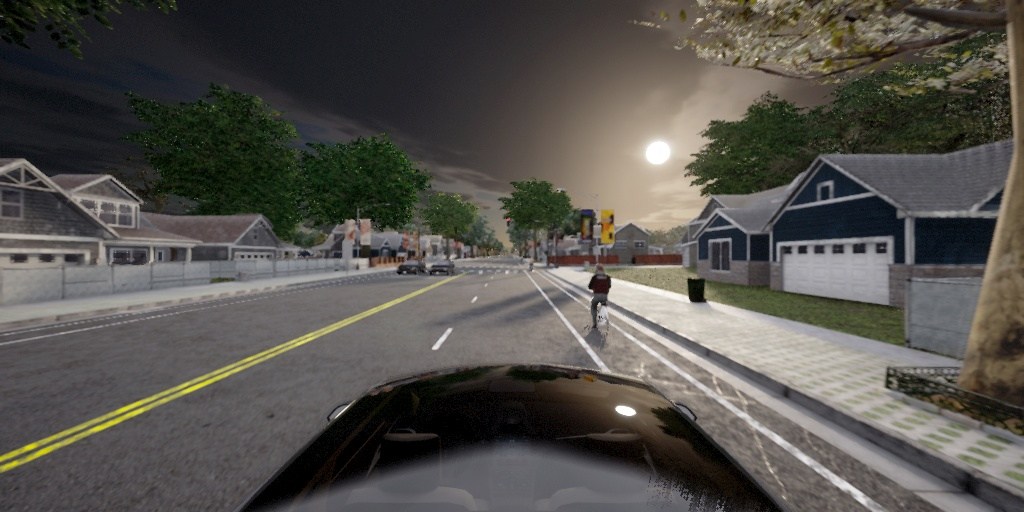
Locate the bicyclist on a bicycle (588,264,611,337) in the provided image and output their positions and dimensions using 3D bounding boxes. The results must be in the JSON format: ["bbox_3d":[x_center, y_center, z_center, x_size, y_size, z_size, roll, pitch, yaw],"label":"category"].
[{"bbox_3d":[2.224,1.080,9.257,0.659,1.776,1.843,0,0,0],"label":"bicyclist on a bicycle"}]

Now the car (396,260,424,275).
[{"bbox_3d":[-9.875,1.117,35.714,2.033,1.411,5.357,0,0,0],"label":"car"}]

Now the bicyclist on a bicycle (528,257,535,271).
[{"bbox_3d":[2.267,0.970,41.890,0.866,1.612,1.509,0,0,-1],"label":"bicyclist on a bicycle"}]

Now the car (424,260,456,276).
[{"bbox_3d":[-6.632,1.122,34.672,2.033,1.411,5.357,0,0,0],"label":"car"}]
